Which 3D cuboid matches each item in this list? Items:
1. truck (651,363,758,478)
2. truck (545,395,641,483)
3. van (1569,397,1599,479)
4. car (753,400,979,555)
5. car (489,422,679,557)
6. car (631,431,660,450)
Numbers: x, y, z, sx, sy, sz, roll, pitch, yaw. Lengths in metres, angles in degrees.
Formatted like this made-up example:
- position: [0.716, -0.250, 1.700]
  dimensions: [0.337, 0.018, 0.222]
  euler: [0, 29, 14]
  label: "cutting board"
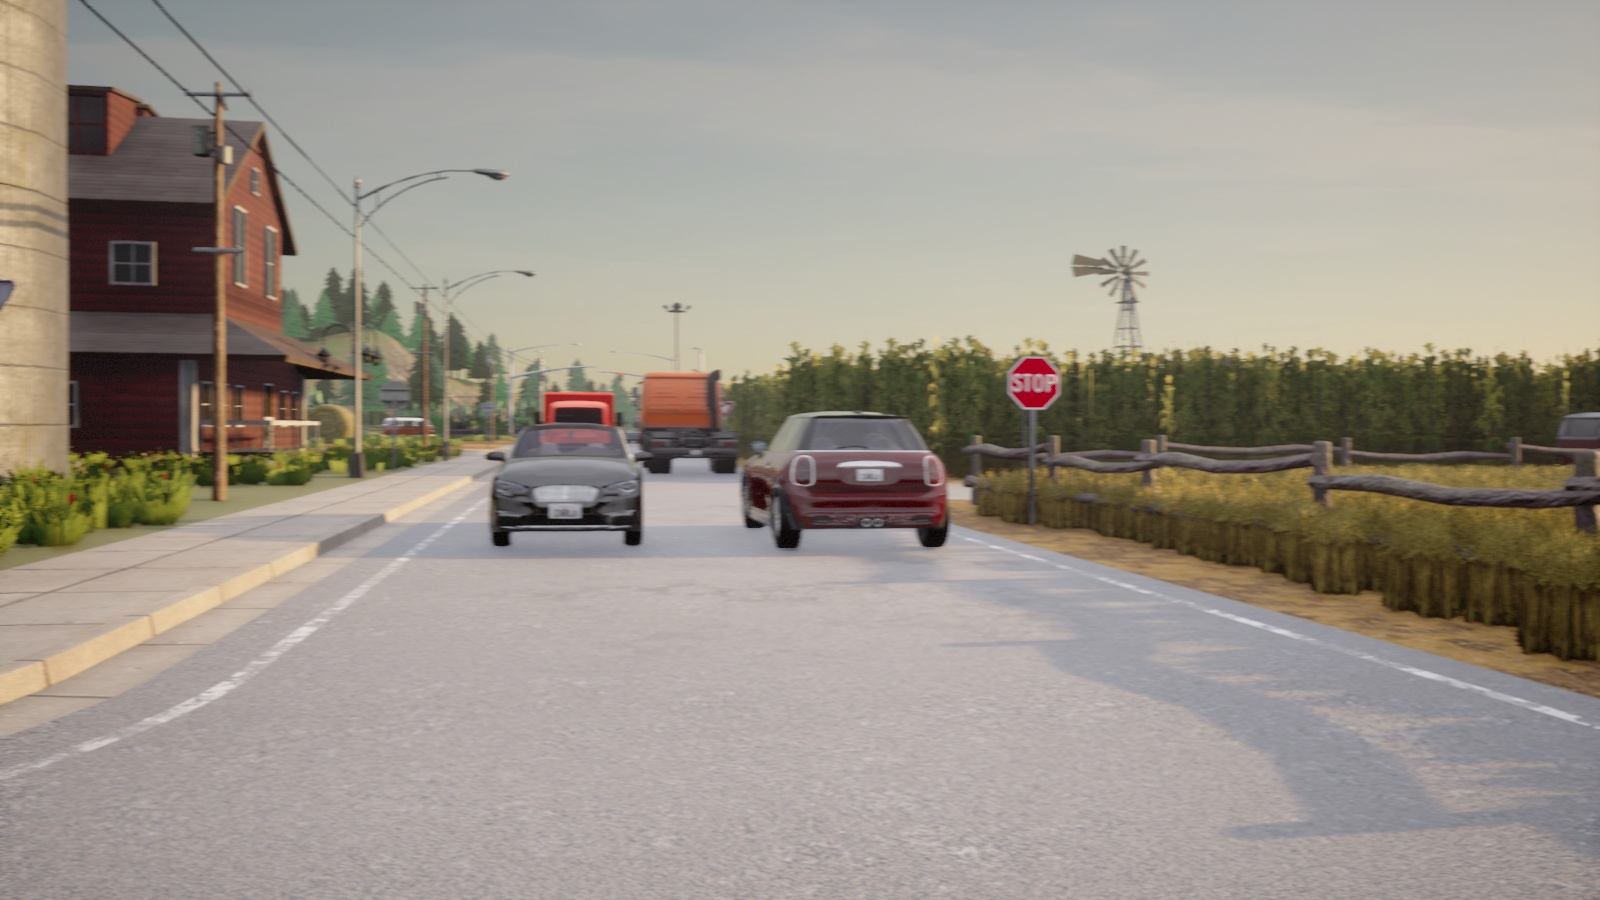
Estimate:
- position: [-3.358, -0.978, 42.049]
  dimensions: [2.891, 3.462, 7.936]
  euler: [-1, 1, -9]
  label: "truck"
- position: [-6.253, -0.385, 38.026]
  dimensions: [2.627, 2.467, 5.204]
  euler: [-1, 2, -9]
  label: "truck"
- position: [21.535, -0.336, 30.807]
  dimensions: [4.442, 1.987, 1.775]
  euler: [-1, 1, -9]
  label: "van"
- position: [0.697, 0.272, 16.834]
  dimensions: [2.097, 1.767, 4.553]
  euler: [-1, 1, -9]
  label: "car"
- position: [-2.814, 0.411, 16.838]
  dimensions: [2.128, 1.511, 4.902]
  euler: [-1, 1, -8]
  label: "car"
- position: [-11.235, -0.702, 91.265]
  dimensions: [1.895, 1.301, 4.718]
  euler: [-1, 1, -9]
  label: "car"
